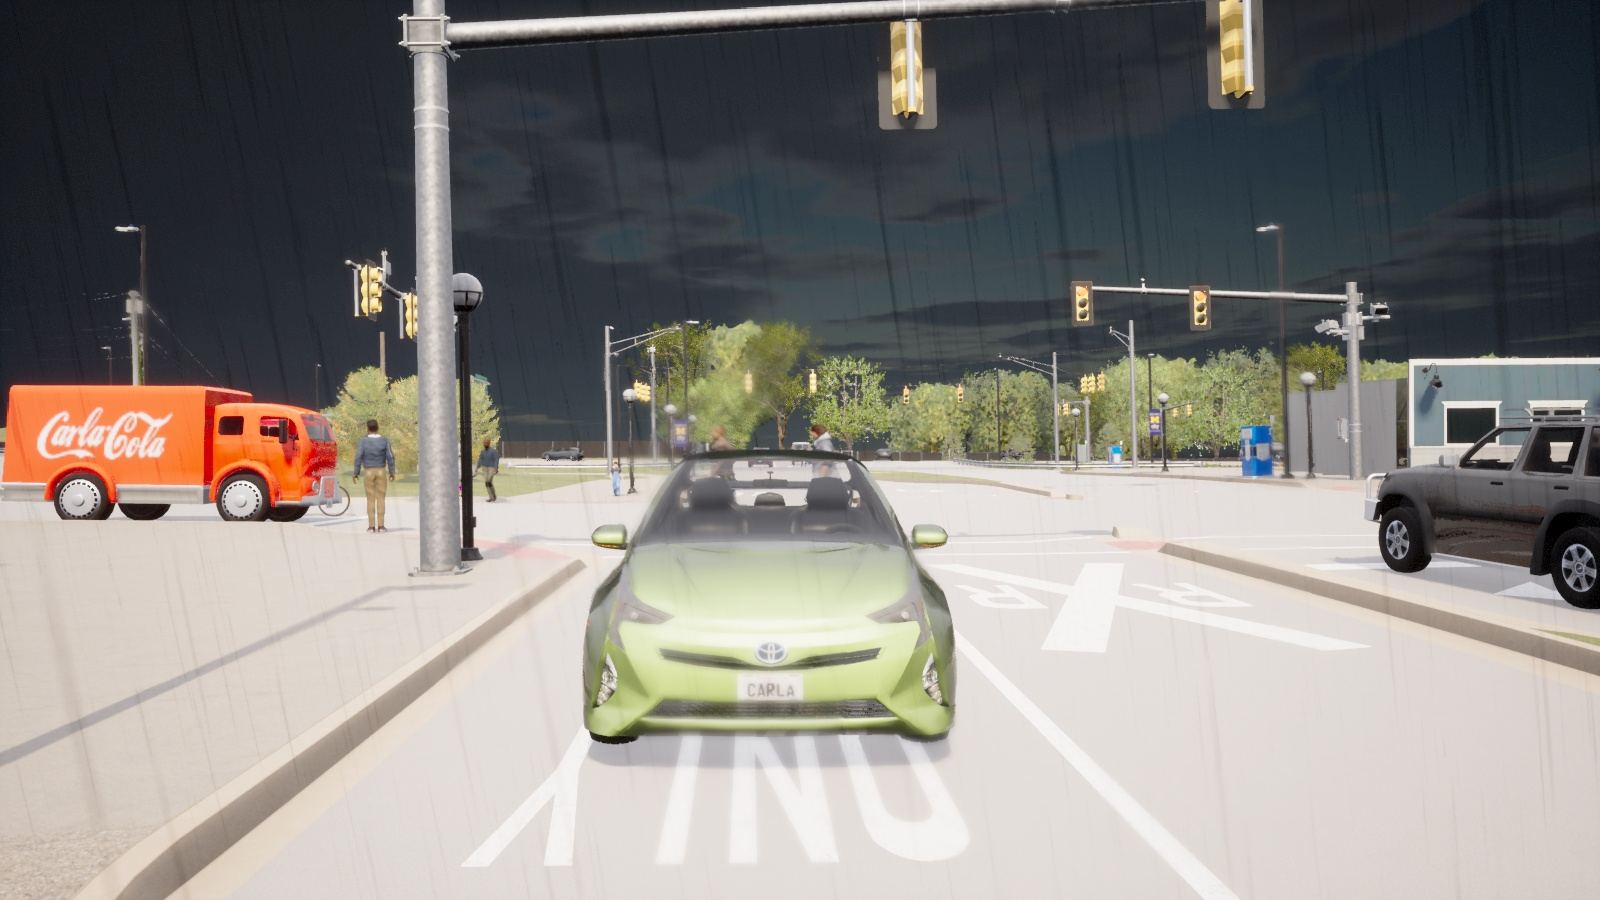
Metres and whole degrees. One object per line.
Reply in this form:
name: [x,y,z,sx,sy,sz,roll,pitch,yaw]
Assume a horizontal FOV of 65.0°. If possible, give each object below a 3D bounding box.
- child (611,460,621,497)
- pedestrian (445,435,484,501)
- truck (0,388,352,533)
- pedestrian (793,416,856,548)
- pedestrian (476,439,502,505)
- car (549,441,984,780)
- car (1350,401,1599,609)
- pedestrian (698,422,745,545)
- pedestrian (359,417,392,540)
child: [-6.305,0.987,43.090,0.270,1.263,0.437,-2,-1,-4]
pedestrian: [-10.048,0.545,37.654,0.873,1.952,0.659,-2,-1,12]
truck: [-11.177,0.198,22.731,5.204,2.467,2.627,0,-1,-2]
pedestrian: [0.364,0.482,19.195,0.873,1.952,0.659,-2,-1,0]
pedestrian: [-8.776,0.614,35.489,0.370,1.835,0.726,-2,-1,14]
car: [-0.205,0.725,8.079,2.007,1.525,4.514,0,1,-1]
car: [7.885,0.437,13.016,1.932,1.855,4.605,-1,1,-7]
pedestrian: [-1.199,0.504,19.198,0.634,1.846,0.331,-2,-1,0]
pedestrian: [-6.889,0.455,20.393,0.423,1.949,0.788,-2,-1,-16]
